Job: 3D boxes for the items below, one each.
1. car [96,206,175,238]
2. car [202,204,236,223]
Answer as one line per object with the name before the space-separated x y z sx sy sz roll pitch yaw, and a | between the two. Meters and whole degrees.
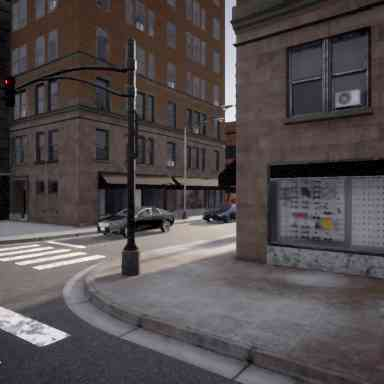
car | -2.982 1.559 18.415 2.128 1.511 4.902 0 0 36
car | 2.948 1.656 26.716 2.033 1.411 5.357 0 0 35
